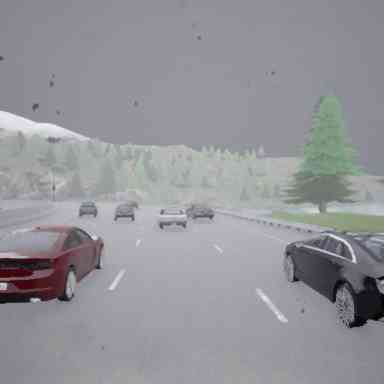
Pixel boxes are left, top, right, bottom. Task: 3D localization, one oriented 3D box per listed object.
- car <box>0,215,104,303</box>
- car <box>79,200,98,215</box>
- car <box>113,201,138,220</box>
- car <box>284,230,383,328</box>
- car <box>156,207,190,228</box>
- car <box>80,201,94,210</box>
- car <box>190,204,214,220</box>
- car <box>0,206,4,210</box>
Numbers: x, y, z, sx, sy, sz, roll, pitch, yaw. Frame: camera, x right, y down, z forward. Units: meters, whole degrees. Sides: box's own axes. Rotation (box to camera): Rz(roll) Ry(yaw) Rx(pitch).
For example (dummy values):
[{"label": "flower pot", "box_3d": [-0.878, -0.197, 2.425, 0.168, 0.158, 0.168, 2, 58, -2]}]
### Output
[{"label": "car", "box_3d": [-3.611, 1.589, 8.542, 1.882, 1.535, 5.008, 0, -1, -3]}, {"label": "car", "box_3d": [-11.745, 1.957, 37.767, 2.128, 1.511, 4.902, 0, -1, -15]}, {"label": "car", "box_3d": [-6.668, 1.931, 32.471, 2.033, 1.411, 5.357, 0, -1, -13]}, {"label": "car", "box_3d": [3.461, 1.552, 7.108, 2.128, 1.511, 4.902, 0, -1, -2]}, {"label": "car", "box_3d": [-1.610, 1.874, 24.583, 1.895, 1.301, 4.718, 0, -1, -10]}, {"label": "car", "box_3d": [-17.908, 2.201, 56.452, 1.837, 1.490, 4.892, 1, -2, -23]}, {"label": "car", "box_3d": [0.647, 1.886, 31.817, 2.033, 1.411, 5.357, 0, -1, -12]}, {"label": "car", "box_3d": [-22.989, 2.054, 38.067, 1.812, 1.442, 4.674, 0, -1, -16]}]
